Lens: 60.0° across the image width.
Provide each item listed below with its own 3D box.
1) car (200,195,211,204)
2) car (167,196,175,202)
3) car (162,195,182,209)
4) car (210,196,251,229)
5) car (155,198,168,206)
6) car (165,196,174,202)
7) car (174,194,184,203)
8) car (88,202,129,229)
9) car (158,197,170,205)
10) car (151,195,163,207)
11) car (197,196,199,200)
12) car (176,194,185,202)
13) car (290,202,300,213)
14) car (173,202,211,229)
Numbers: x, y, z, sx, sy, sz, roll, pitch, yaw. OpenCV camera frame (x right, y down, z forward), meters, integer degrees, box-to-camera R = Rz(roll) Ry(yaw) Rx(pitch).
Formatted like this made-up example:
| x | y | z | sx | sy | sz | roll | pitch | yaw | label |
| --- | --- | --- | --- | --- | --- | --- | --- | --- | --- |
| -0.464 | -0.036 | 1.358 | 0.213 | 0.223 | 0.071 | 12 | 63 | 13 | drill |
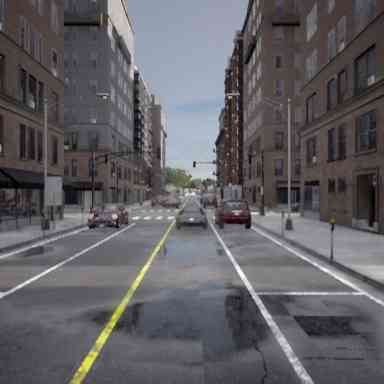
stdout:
| x | y | z | sx | sy | sz | roll | pitch | yaw | label |
| --- | --- | --- | --- | --- | --- | --- | --- | --- | --- |
| 2.668 | 1.436 | 48.931 | 2.192 | 1.841 | 5.009 | 0 | 0 | 0 | car |
| -5.463 | 1.758 | 87.450 | 1.887 | 1.381 | 4.507 | 0 | 0 | 0 | car |
| -2.878 | 1.596 | 47.954 | 1.882 | 1.535 | 5.008 | 0 | 0 | 0 | car |
| 2.622 | 1.370 | 21.875 | 2.192 | 1.841 | 5.009 | 0 | 0 | 0 | car |
| -5.456 | 1.713 | 59.931 | 1.947 | 1.339 | 4.313 | 0 | 0 | 0 | car |
| -5.462 | 1.745 | 81.947 | 1.887 | 1.381 | 4.507 | 0 | 0 | 0 | car |
| -2.799 | 1.405 | 73.310 | 2.150 | 2.045 | 5.566 | 0 | 0 | 0 | car |
| -5.403 | 1.495 | 21.869 | 1.967 | 1.590 | 4.097 | 0 | 0 | 0 | car |
| -5.458 | 1.711 | 65.435 | 2.008 | 1.369 | 4.403 | 0 | 0 | 0 | car |
| -5.455 | 1.449 | 54.429 | 2.192 | 1.841 | 5.009 | 0 | 0 | 0 | car |
| 2.644 | 1.475 | 65.443 | 2.192 | 1.841 | 5.009 | 0 | 0 | 0 | car |
| -2.865 | 1.631 | 58.513 | 2.128 | 1.511 | 4.902 | 0 | 0 | 1 | car |
| 13.155 | 1.404 | 36.972 | 4.553 | 1.767 | 2.097 | 0 | 0 | 0 | car |
| 0.009 | 1.619 | 21.899 | 1.994 | 1.385 | 4.181 | 0 | 0 | 1 | car |
